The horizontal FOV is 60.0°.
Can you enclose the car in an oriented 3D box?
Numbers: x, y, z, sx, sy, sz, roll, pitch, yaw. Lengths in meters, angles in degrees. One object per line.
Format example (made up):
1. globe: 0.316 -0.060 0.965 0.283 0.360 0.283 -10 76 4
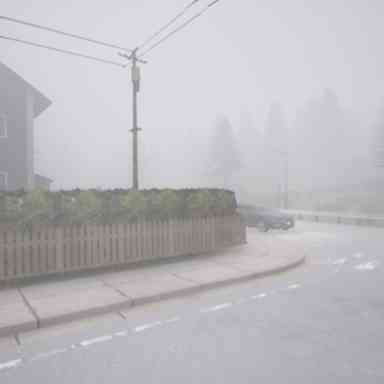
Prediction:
1. car: 3.567 1.365 18.942 1.837 1.490 4.892 0 0 -34
